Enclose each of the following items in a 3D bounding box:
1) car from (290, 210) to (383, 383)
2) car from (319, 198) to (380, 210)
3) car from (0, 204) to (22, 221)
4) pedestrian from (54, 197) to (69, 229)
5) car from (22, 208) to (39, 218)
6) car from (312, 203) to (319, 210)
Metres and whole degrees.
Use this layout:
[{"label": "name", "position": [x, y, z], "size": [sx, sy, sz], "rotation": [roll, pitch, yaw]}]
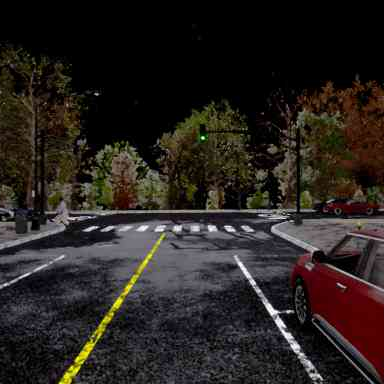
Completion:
[{"label": "car", "position": [2.719, 1.316, 3.825], "size": [2.192, 1.841, 5.009], "rotation": [1, 0, 0]}, {"label": "car", "position": [15.177, 1.459, 31.888], "size": [4.718, 1.301, 1.895], "rotation": [-1, -1, 1]}, {"label": "car", "position": [-16.434, 1.583, 25.936], "size": [4.902, 1.511, 2.128], "rotation": [-1, -1, 2]}, {"label": "pedestrian", "position": [-7.406, 1.147, 18.849], "size": [0.375, 1.860, 0.375], "rotation": [1, -1, 0]}, {"label": "car", "position": [-16.107, 1.733, 29.190], "size": [4.718, 1.301, 1.895], "rotation": [-1, -1, 1]}, {"label": "car", "position": [15.243, 1.406, 35.141], "size": [4.892, 1.490, 1.837], "rotation": [-1, -1, 1]}]
